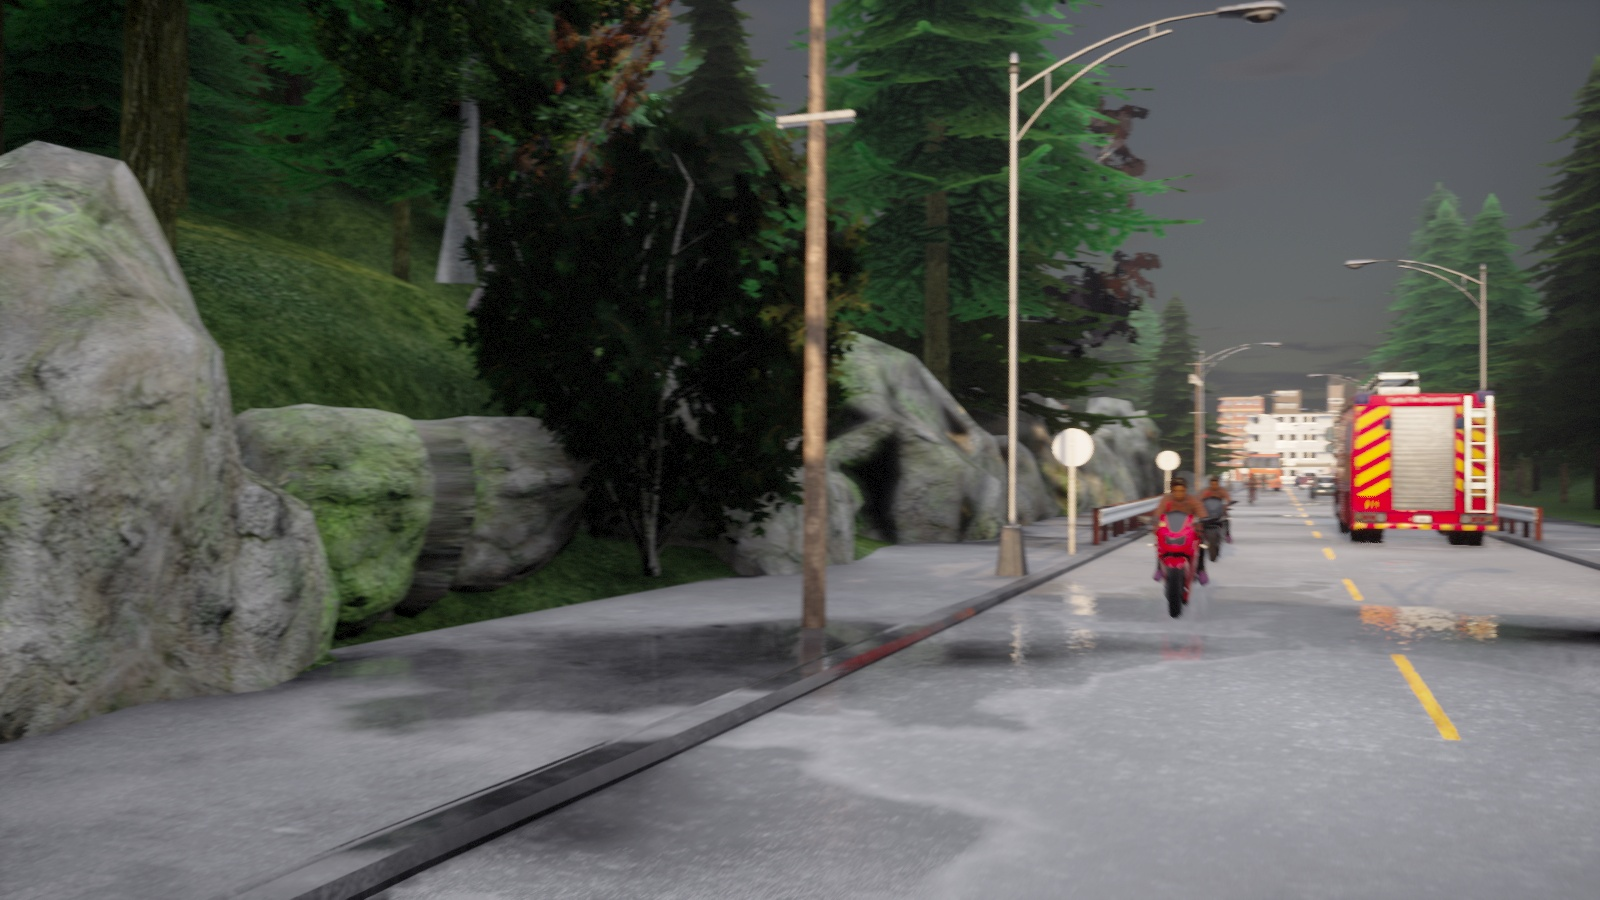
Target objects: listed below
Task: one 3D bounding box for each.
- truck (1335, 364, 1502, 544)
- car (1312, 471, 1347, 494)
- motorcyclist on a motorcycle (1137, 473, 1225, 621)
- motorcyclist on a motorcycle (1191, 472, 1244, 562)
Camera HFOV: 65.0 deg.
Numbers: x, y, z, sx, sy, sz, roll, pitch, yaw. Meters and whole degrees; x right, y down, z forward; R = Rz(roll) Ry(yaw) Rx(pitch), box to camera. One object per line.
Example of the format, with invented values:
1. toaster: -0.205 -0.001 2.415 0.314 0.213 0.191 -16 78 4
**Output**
1. truck: 15.077 0.150 31.210 2.891 3.827 8.468 0 -1 21
2. car: 34.465 2.102 81.751 1.970 1.475 3.806 0 -1 21
3. motorcyclist on a motorcycle: 4.293 1.025 14.060 0.797 1.523 2.044 0 -1 21
4. motorcyclist on a motorcycle: 7.505 1.163 22.517 0.797 1.523 2.044 0 -1 21
